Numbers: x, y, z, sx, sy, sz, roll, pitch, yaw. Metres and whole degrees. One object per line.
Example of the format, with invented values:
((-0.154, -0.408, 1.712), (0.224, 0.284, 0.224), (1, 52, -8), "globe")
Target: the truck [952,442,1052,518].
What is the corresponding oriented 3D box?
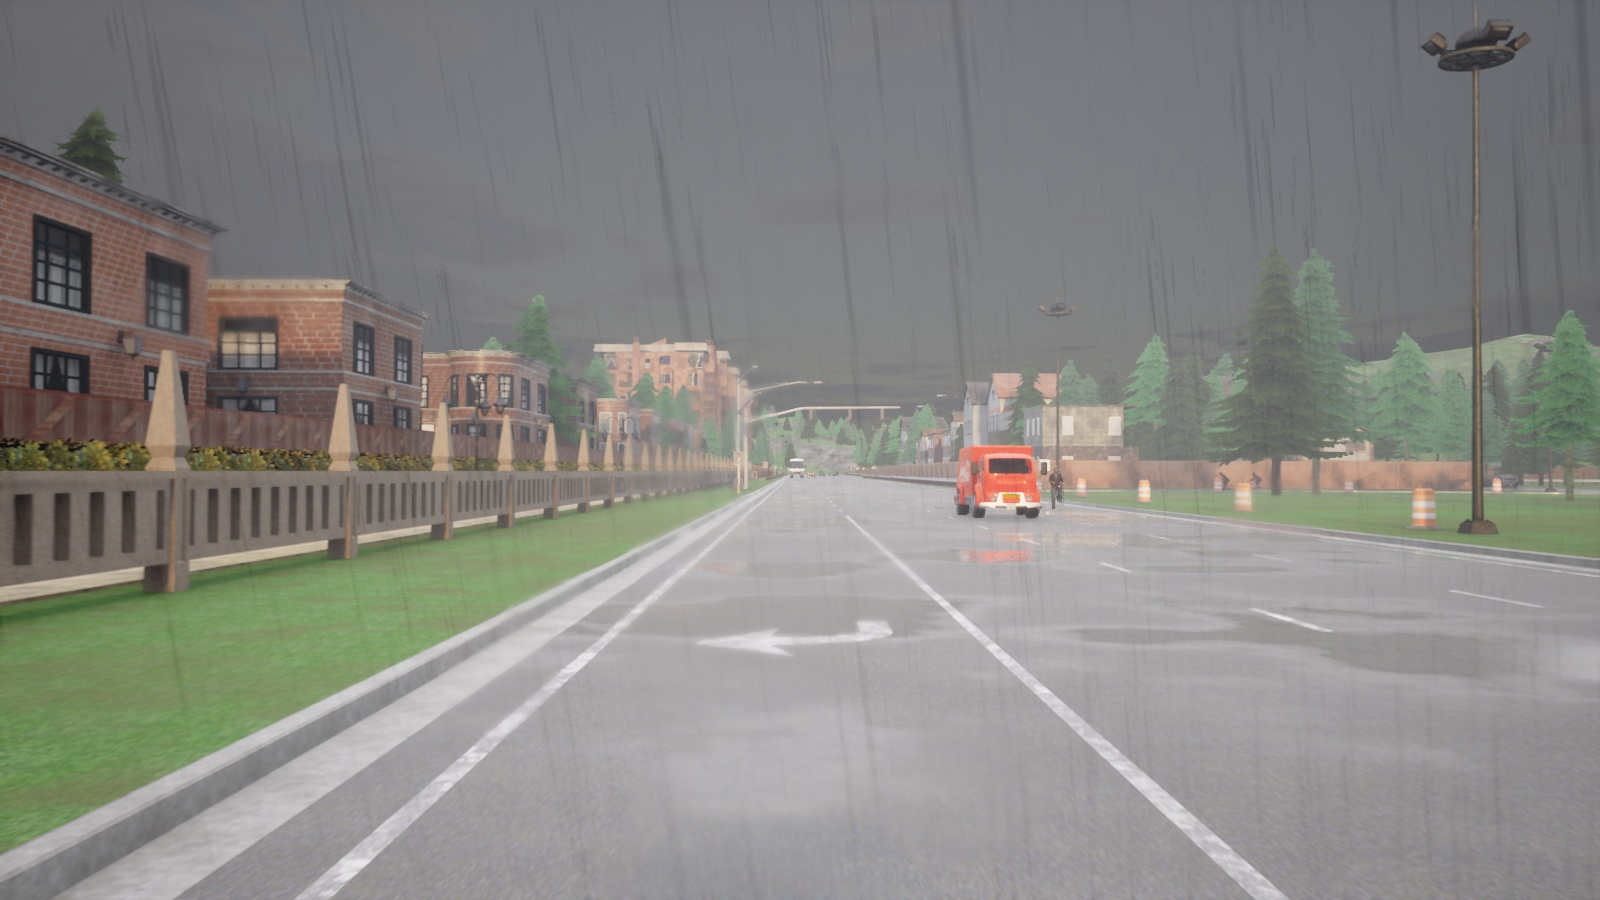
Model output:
((6.893, 1.028, 43.494), (2.627, 2.467, 5.204), (0, -1, 0), "truck")
